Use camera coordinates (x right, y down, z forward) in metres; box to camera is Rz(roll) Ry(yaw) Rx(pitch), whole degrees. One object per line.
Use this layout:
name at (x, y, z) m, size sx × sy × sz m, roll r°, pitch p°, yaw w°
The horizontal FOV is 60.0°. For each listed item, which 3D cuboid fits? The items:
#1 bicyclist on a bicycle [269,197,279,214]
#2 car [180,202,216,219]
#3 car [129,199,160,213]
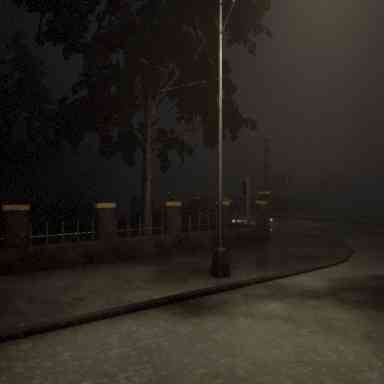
bicyclist on a bicycle at (7.992, 1.359, 32.507) m, size 1.656 × 1.620 × 0.582 m, roll 0°, pitch 0°, yaw -36°
car at (0.653, 1.571, 28.342) m, size 1.994 × 1.385 × 4.181 m, roll 0°, pitch 0°, yaw -35°
car at (-5.283, 1.499, 36.700) m, size 2.128 × 1.511 × 4.902 m, roll 0°, pitch 0°, yaw -35°
